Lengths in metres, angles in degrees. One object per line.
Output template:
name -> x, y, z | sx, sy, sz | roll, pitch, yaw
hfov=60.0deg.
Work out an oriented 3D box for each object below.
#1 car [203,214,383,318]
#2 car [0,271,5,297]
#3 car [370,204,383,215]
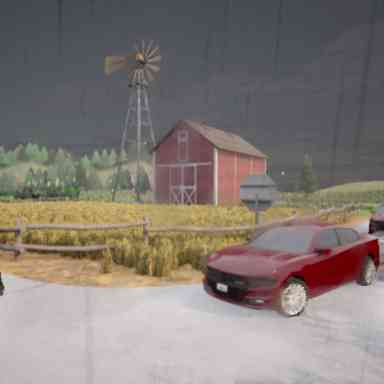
car -> 2.464, 1.433, 7.573 | 5.008, 1.535, 1.882 | 0, 1, -40
car -> -5.632, 1.308, 5.205 | 4.553, 1.767, 2.097 | -1, 1, -1
car -> 10.751, 1.382, 17.749 | 1.882, 1.535, 5.008 | 0, 0, 35
